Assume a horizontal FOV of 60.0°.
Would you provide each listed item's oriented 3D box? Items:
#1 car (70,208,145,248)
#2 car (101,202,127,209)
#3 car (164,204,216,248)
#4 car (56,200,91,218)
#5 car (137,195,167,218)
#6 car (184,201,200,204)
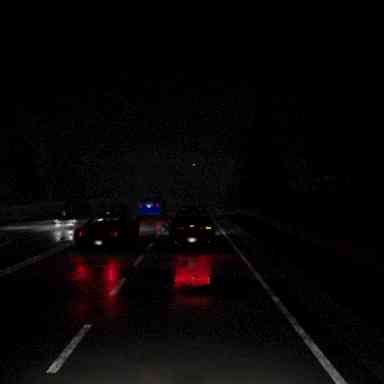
[{"bbox_3d":[-3.500,1.613,14.680,1.895,1.301,4.718,0,0,0],"label":"car"},{"bbox_3d":[-7.000,1.597,29.780,1.994,1.385,4.181,0,0,0],"label":"car"},{"bbox_3d":[0.000,1.513,14.650,1.837,1.490,4.892,0,0,0],"label":"car"},{"bbox_3d":[-10.500,1.518,29.780,2.128,1.511,4.902,0,0,0],"label":"car"},{"bbox_3d":[-3.500,1.255,29.680,2.150,2.045,5.566,0,0,0],"label":"car"},{"bbox_3d":[0.000,1.530,29.650,1.812,1.442,4.674,0,0,0],"label":"car"}]
